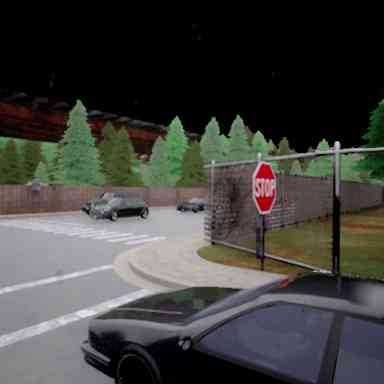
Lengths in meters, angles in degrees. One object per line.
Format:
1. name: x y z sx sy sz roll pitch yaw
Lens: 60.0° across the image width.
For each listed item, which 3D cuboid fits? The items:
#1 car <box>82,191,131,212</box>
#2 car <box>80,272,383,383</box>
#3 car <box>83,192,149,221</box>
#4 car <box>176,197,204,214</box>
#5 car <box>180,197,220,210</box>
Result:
1. car: -6.705 0.965 28.713 2.150 2.045 5.566 1 0 36
2. car: 1.301 1.541 3.044 5.357 1.411 2.033 1 0 36
3. car: -5.326 1.136 24.674 2.097 1.767 4.553 1 0 36
4. car: 0.702 1.333 32.911 2.033 1.411 5.357 1 0 36
5. car: 1.077 1.292 39.346 2.033 1.411 5.357 1 1 36
